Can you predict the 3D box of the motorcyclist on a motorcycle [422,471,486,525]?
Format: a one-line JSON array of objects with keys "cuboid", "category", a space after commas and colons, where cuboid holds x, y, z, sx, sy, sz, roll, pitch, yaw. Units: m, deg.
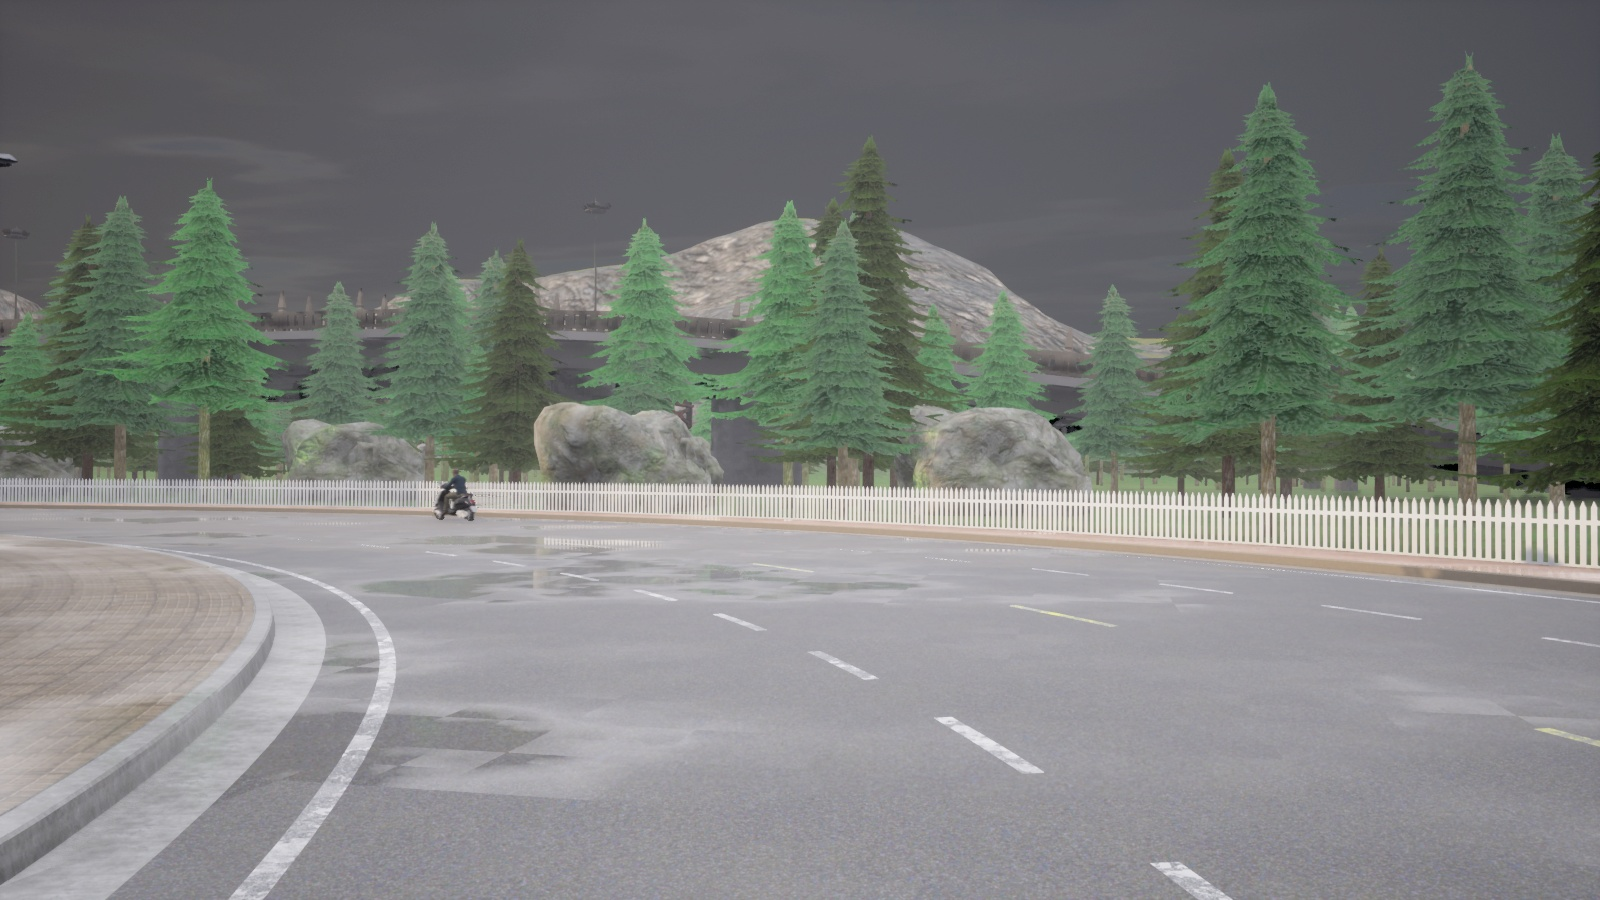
[{"cuboid": [-10.515, 1.449, 38.164, 1.817, 1.590, 0.866, -1, -1, 33], "category": "motorcyclist on a motorcycle"}]
